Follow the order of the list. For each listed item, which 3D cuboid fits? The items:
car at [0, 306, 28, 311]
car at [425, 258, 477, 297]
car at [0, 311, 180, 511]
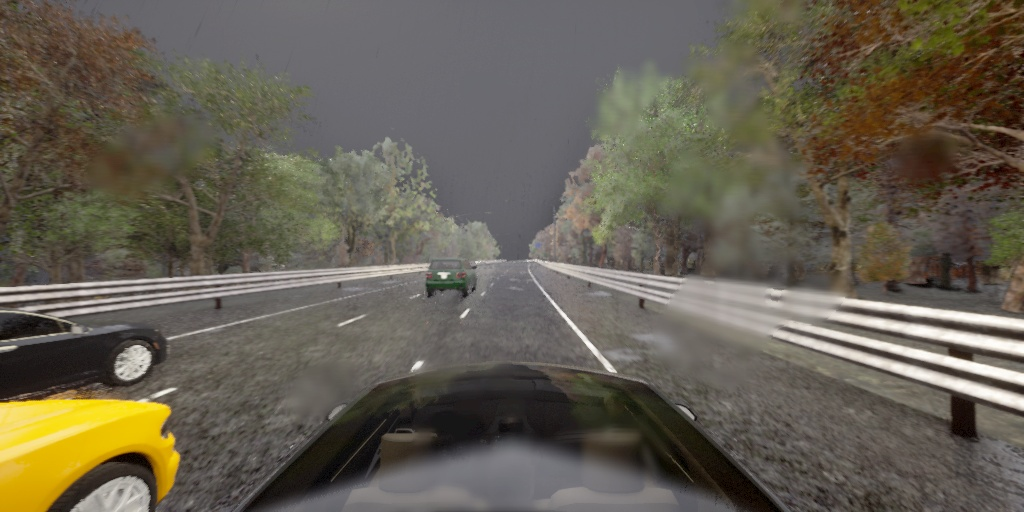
[{"bbox_3d":[-6.910,1.316,4.216,1.837,1.490,4.892,0,0,0],"label":"car"},{"bbox_3d":[-3.275,1.116,20.143,2.150,2.045,5.566,0,0,1],"label":"car"},{"bbox_3d":[-3.401,1.241,0.566,1.882,1.535,5.008,0,0,0],"label":"car"}]
